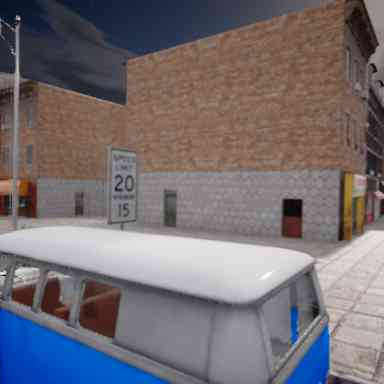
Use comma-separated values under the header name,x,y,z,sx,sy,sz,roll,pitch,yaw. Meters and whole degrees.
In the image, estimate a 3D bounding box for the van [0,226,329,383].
name,x,y,z,sx,sy,sz,roll,pitch,yaw
van,-0.741,1.323,3.317,3.998,1.788,1.690,0,1,36
